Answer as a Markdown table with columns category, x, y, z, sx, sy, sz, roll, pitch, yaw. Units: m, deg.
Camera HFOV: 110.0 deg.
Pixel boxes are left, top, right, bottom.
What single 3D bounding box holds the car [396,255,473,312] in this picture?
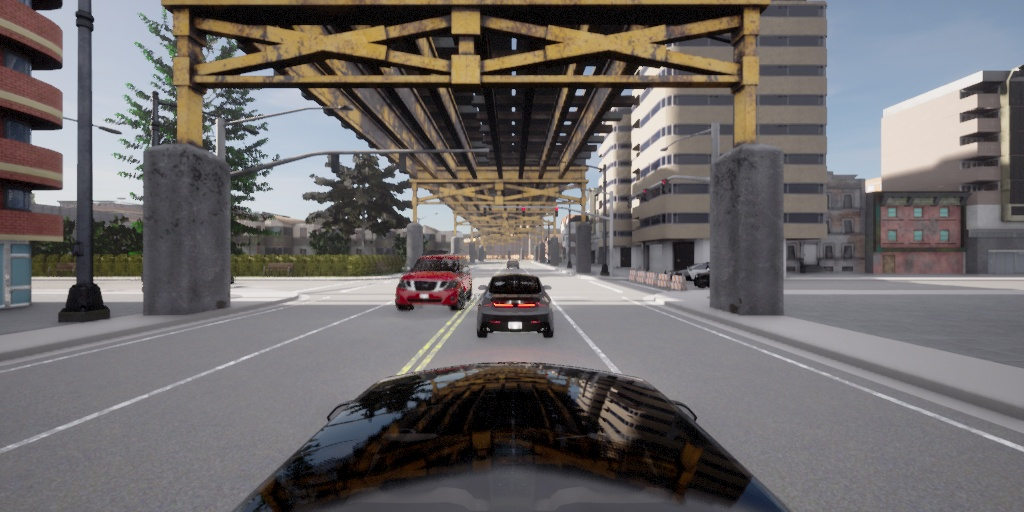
| category | x | y | z | sx | sy | sz | roll | pitch | yaw |
| --- | --- | --- | --- | --- | --- | --- | --- | --- | --- |
| car | -2.867 | 0.967 | 14.593 | 2.150 | 2.045 | 5.566 | 1 | 0 | 0 |

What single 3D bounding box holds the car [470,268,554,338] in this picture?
| category | x | y | z | sx | sy | sz | roll | pitch | yaw |
| --- | --- | --- | --- | --- | --- | --- | --- | --- | --- |
| car | 0.087 | 1.253 | 10.172 | 1.837 | 1.490 | 4.892 | 0 | 0 | 0 |

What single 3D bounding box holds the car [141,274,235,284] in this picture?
| category | x | y | z | sx | sy | sz | roll | pitch | yaw |
| --- | --- | --- | --- | --- | --- | --- | --- | --- | --- |
| car | -20.029 | 1.246 | 22.285 | 4.892 | 1.490 | 1.837 | 1 | 0 | 0 |

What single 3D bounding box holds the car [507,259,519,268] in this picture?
| category | x | y | z | sx | sy | sz | roll | pitch | yaw |
| --- | --- | --- | --- | --- | --- | --- | --- | --- | --- |
| car | 0.169 | 1.227 | 57.675 | 2.128 | 1.511 | 4.902 | 0 | 0 | 0 |
